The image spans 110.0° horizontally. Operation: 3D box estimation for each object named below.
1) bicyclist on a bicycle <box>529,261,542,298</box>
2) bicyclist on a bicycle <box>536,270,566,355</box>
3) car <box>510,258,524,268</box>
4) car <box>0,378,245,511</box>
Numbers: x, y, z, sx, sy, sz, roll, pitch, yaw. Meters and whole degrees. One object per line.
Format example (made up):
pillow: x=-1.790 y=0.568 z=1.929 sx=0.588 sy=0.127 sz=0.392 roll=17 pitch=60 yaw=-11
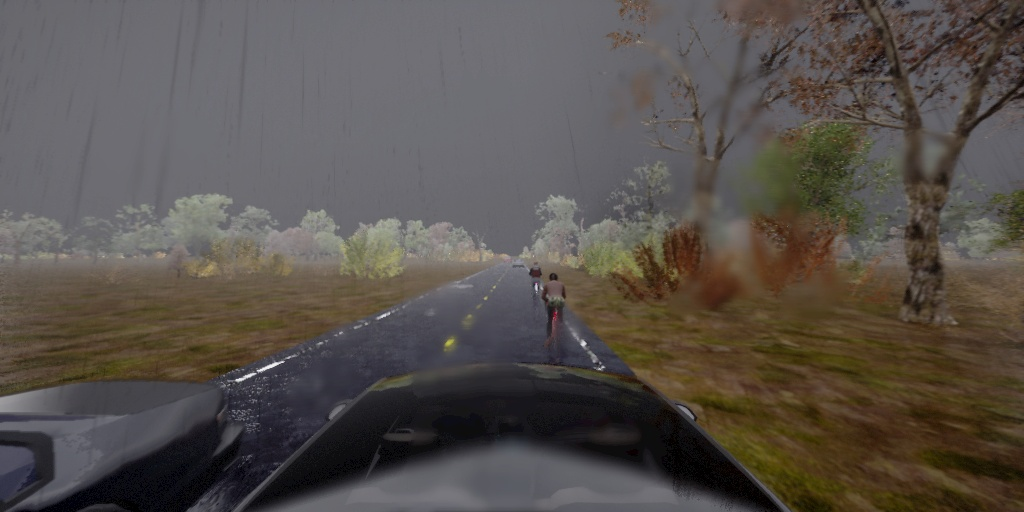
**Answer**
bicyclist on a bicycle: x=1.075 y=1.118 z=16.301 sx=0.659 sy=1.776 sz=1.843 roll=0 pitch=0 yaw=1
bicyclist on a bicycle: x=0.921 y=1.198 z=7.707 sx=0.582 sy=1.620 sz=1.656 roll=-1 pitch=0 yaw=1
car: x=1.118 y=1.319 z=62.773 sx=1.994 sy=1.385 sz=4.181 roll=0 pitch=0 yaw=1
car: x=-3.113 y=1.309 z=0.483 sx=2.033 sy=1.411 sz=5.357 roll=0 pitch=0 yaw=1
